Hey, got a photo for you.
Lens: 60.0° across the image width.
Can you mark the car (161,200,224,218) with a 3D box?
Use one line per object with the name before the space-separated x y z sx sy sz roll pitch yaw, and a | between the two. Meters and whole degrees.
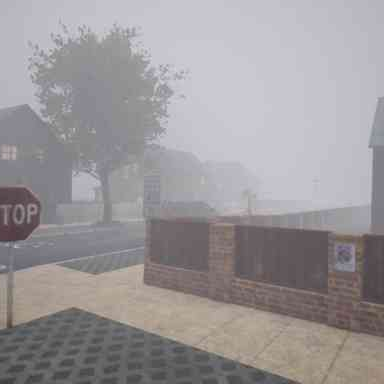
car | -0.052 1.516 20.195 2.150 2.045 5.566 2 0 35
